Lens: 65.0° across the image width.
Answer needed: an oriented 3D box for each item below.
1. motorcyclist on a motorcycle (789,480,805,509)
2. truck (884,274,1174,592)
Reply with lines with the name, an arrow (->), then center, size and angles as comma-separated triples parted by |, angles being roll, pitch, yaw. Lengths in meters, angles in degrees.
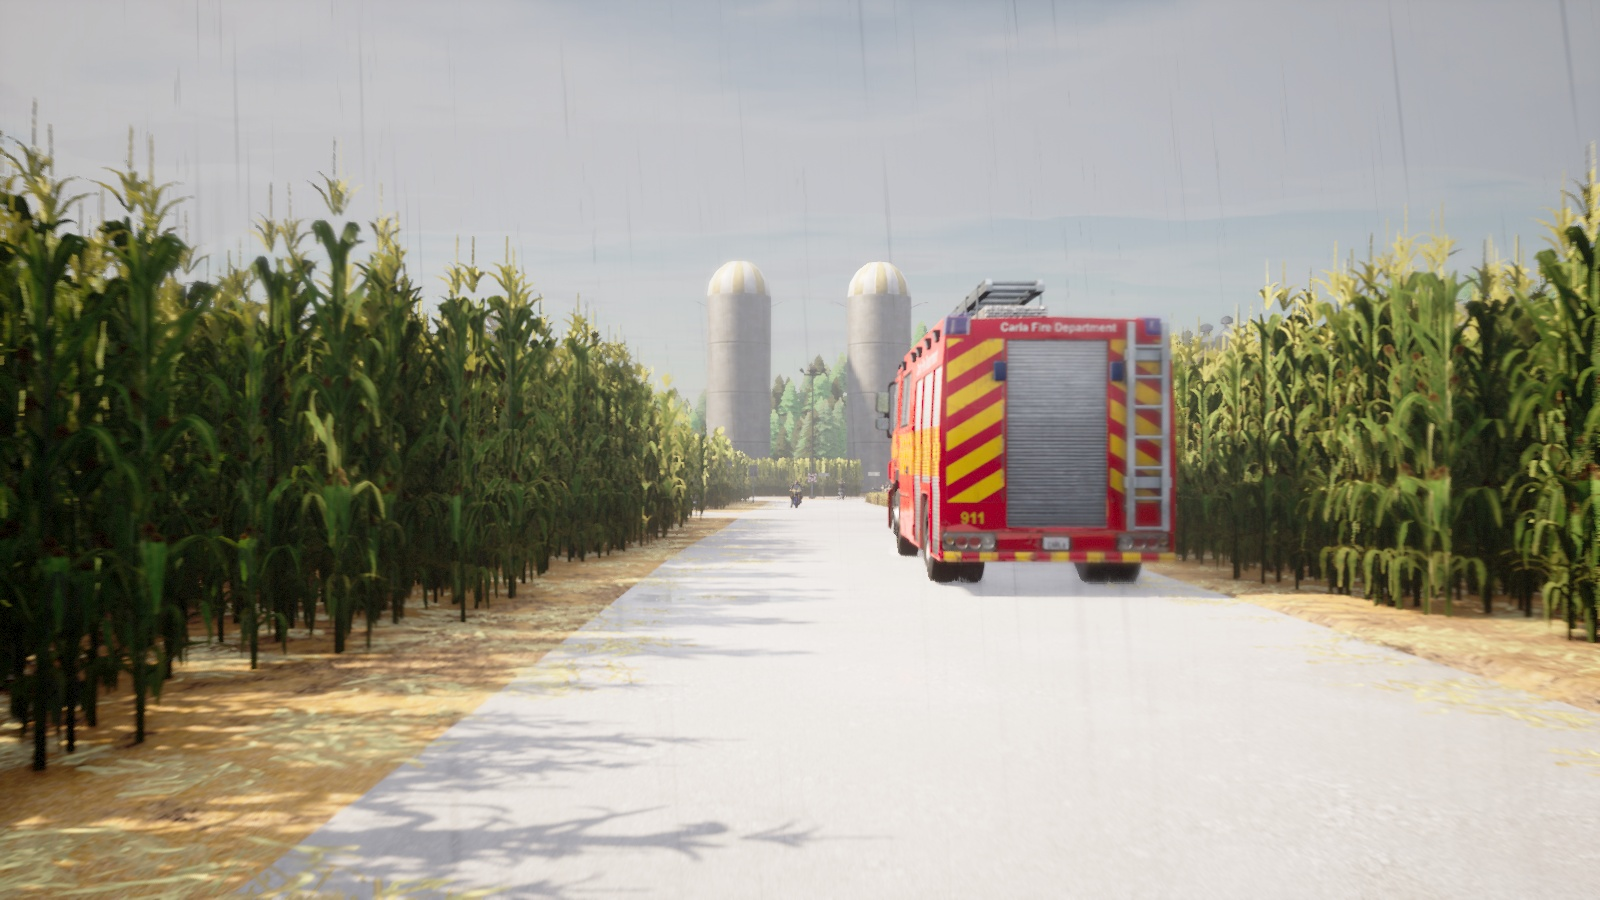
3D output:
motorcyclist on a motorcycle -> -0.162, 2.393, 67.268 | 0.866, 1.530, 2.191 | 0, -2, 0
truck -> 3.047, -0.154, 19.401 | 2.891, 3.827, 8.468 | 0, -1, 0
